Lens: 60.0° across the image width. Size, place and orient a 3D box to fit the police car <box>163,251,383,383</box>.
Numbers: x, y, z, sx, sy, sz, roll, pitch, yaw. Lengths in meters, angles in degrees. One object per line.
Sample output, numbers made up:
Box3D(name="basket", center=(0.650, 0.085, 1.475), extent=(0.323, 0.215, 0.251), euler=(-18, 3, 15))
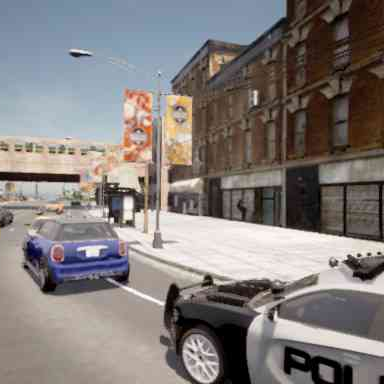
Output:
Box3D(name="police car", center=(1.840, 1.526, 3.705), extent=(5.238, 1.638, 1.930), euler=(0, -1, 40))

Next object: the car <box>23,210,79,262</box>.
Box3D(name="car", center=(-6.097, 1.653, 14.243), extent=(1.801, 1.575, 5.366), euler=(1, -1, -25))

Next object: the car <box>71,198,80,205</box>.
Box3D(name="car", center=(-31.087, 2.632, 88.684), extent=(2.185, 1.767, 4.553), euler=(1, -1, -20))

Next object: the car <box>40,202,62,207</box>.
Box3D(name="car", center=(-15.772, 2.094, 36.486), extent=(1.895, 1.301, 4.718), euler=(1, -1, -16))

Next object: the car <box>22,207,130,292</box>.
Box3D(name="car", center=(-3.571, 1.496, 9.732), extent=(2.097, 1.767, 4.553), euler=(1, -1, -34))

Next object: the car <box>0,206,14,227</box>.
Box3D(name="car", center=(-15.035, 1.844, 25.508), extent=(2.033, 1.411, 5.357), euler=(1, -1, -20))

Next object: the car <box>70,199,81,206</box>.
Box3D(name="car", center=(-27.432, 2.615, 78.546), extent=(2.231, 1.521, 4.892), euler=(1, -1, -10))

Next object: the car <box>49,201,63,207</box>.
Box3D(name="car", center=(-19.283, 1.992, 46.734), extent=(2.097, 1.767, 4.553), euler=(1, -1, -19))
